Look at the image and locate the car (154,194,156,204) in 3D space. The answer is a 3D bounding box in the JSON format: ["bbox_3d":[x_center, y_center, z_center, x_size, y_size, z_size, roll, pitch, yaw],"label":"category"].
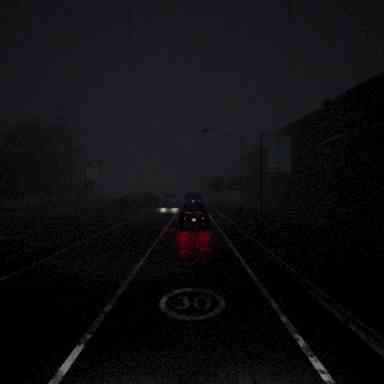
[{"bbox_3d":[-8.800,1.456,54.053,4.892,1.521,2.231,0,0,0],"label":"car"}]

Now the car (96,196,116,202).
[{"bbox_3d":[-21.873,1.763,84.551,4.674,1.452,2.002,0,-1,0],"label":"car"}]

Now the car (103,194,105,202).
[{"bbox_3d":[-21.864,1.593,70.751,5.008,1.535,2.097,0,-1,0],"label":"car"}]

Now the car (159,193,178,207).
[{"bbox_3d":[-3.205,1.184,49.219,2.150,2.045,5.566,0,0,0],"label":"car"}]

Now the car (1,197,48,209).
[{"bbox_3d":[-21.884,1.413,42.904,5.008,1.535,2.097,0,0,0],"label":"car"}]

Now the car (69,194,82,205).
[{"bbox_3d":[-21.840,1.350,56.829,4.553,1.767,2.185,0,0,0],"label":"car"}]

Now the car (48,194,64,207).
[{"bbox_3d":[-21.886,1.427,48.473,5.008,1.535,2.097,0,0,0],"label":"car"}]

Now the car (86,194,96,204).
[{"bbox_3d":[-21.866,1.585,65.180,4.674,1.452,2.002,0,0,0],"label":"car"}]

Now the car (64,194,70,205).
[{"bbox_3d":[-21.879,1.481,51.259,4.674,1.452,2.002,0,0,0],"label":"car"}]

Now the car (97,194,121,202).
[{"bbox_3d":[-21.848,1.505,87.462,5.566,2.045,2.435,0,-1,0],"label":"car"}]

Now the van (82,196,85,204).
[{"bbox_3d":[-21.986,1.271,59.610,4.442,1.987,1.878,0,0,0],"label":"van"}]

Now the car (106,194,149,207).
[{"bbox_3d":[-8.800,1.420,45.648,4.892,1.521,2.231,0,0,0],"label":"car"}]

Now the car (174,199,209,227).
[{"bbox_3d":[0.121,1.461,22.408,2.128,1.511,4.902,0,0,0],"label":"car"}]

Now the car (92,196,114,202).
[{"bbox_3d":[-21.870,1.696,81.891,5.008,1.535,2.097,0,-1,0],"label":"car"}]

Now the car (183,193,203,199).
[{"bbox_3d":[0.138,1.164,41.039,2.150,2.045,5.566,0,0,0],"label":"car"}]

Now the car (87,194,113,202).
[{"bbox_3d":[-21.846,1.416,79.107,5.566,2.045,2.435,0,0,0],"label":"car"}]

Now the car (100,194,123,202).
[{"bbox_3d":[-21.850,1.536,90.123,5.566,2.045,2.435,0,-1,0],"label":"car"}]

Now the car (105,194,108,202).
[{"bbox_3d":[-21.901,1.671,76.321,4.792,1.488,2.163,0,-1,0],"label":"car"}]

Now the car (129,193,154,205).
[{"bbox_3d":[-8.830,1.176,48.450,5.566,2.045,2.435,0,0,0],"label":"car"}]

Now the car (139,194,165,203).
[{"bbox_3d":[-8.820,1.366,73.678,5.566,2.045,2.435,0,0,0],"label":"car"}]

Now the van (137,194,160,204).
[{"bbox_3d":[-8.906,1.343,68.071,4.442,1.987,1.878,0,0,0],"label":"van"}]

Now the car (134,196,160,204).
[{"bbox_3d":[-8.783,1.546,65.267,4.892,1.521,2.231,0,0,0],"label":"car"}]

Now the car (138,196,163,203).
[{"bbox_3d":[-8.785,1.593,70.873,5.008,1.535,2.097,0,0,0],"label":"car"}]

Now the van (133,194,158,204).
[{"bbox_3d":[-8.673,1.295,62.464,4.442,1.987,1.878,0,0,0],"label":"van"}]

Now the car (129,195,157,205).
[{"bbox_3d":[-8.758,1.371,59.660,4.553,1.767,2.185,0,0,0],"label":"car"}]

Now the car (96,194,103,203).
[{"bbox_3d":[-21.684,1.566,67.965,5.366,1.575,1.946,0,0,0],"label":"car"}]

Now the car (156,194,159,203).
[{"bbox_3d":[-8.820,1.225,56.860,5.566,2.045,2.435,0,0,0],"label":"car"}]

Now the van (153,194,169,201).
[{"bbox_3d":[-8.684,1.598,93.297,4.442,1.987,1.878,0,-1,0],"label":"van"}]
